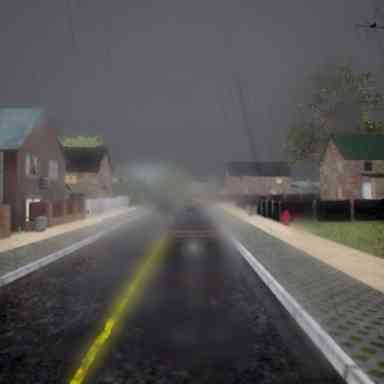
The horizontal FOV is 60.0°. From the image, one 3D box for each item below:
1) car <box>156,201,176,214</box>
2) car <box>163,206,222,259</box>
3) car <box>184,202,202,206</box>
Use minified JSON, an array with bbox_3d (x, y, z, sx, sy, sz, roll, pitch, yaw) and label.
[{"bbox_3d":[-2.823,1.686,37.032,1.994,1.385,4.181,0,0,0],"label":"car"},{"bbox_3d":[0.071,1.526,12.811,2.128,1.511,4.902,0,0,0],"label":"car"},{"bbox_3d":[0.068,1.577,27.569,2.128,1.511,4.902,0,0,0],"label":"car"}]
